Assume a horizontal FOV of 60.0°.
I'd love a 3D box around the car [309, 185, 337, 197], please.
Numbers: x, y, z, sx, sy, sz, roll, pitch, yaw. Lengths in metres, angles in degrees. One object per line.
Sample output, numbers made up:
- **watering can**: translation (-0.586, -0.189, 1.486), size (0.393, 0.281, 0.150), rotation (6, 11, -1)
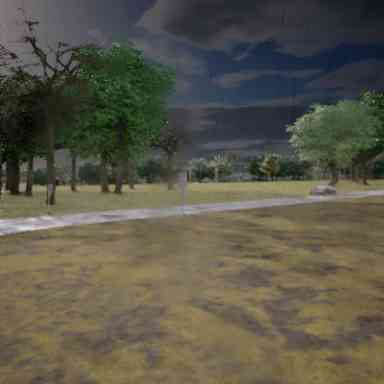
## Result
- **car**: translation (17.691, -0.178, 44.598), size (4.674, 1.442, 1.812), rotation (-2, 3, -38)
